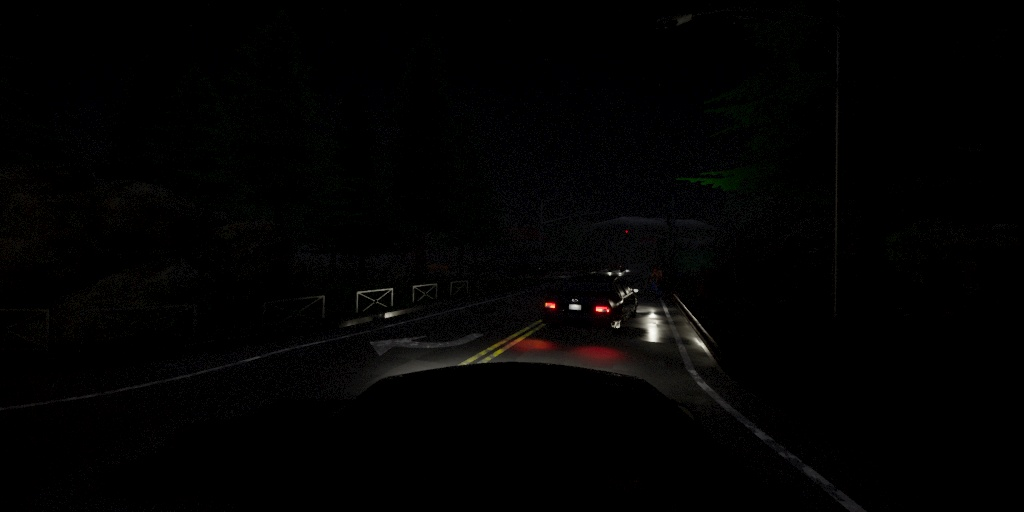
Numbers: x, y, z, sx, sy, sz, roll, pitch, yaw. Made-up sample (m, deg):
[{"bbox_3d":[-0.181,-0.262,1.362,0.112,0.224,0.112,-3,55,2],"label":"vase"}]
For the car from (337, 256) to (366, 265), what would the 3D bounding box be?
[{"bbox_3d":[-22.903,1.056,52.239,5.566,2.045,2.150,1,-1,24],"label":"car"}]

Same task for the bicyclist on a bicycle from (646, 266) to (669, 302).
[{"bbox_3d":[6.718,1.283,16.514,1.656,1.620,0.582,1,0,-30],"label":"bicyclist on a bicycle"}]

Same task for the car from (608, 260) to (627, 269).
[{"bbox_3d":[17.399,1.659,59.749,2.150,2.045,5.566,1,-1,21],"label":"car"}]

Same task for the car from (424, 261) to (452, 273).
[{"bbox_3d":[-10.257,1.478,47.122,5.008,1.535,1.882,1,-1,21],"label":"car"}]

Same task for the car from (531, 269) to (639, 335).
[{"bbox_3d":[2.482,1.244,10.382,2.033,1.411,5.357,1,-1,25],"label":"car"}]

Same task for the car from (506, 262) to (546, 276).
[{"bbox_3d":[1.709,1.514,42.617,4.553,1.767,2.097,1,-1,20],"label":"car"}]

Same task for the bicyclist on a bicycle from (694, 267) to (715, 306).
[{"bbox_3d":[8.138,1.296,15.106,1.656,1.620,0.582,1,0,-33],"label":"bicyclist on a bicycle"}]
